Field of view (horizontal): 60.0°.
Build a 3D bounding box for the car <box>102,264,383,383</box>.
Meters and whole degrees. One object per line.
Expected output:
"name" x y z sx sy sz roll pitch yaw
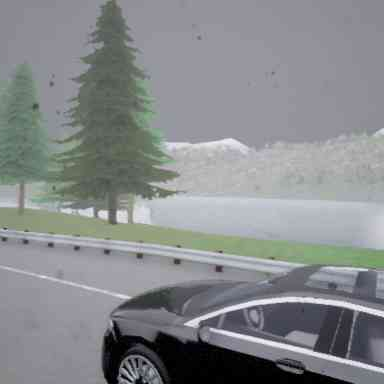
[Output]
"car" 1.235 1.474 3.062 4.902 1.511 2.128 1 1 35
